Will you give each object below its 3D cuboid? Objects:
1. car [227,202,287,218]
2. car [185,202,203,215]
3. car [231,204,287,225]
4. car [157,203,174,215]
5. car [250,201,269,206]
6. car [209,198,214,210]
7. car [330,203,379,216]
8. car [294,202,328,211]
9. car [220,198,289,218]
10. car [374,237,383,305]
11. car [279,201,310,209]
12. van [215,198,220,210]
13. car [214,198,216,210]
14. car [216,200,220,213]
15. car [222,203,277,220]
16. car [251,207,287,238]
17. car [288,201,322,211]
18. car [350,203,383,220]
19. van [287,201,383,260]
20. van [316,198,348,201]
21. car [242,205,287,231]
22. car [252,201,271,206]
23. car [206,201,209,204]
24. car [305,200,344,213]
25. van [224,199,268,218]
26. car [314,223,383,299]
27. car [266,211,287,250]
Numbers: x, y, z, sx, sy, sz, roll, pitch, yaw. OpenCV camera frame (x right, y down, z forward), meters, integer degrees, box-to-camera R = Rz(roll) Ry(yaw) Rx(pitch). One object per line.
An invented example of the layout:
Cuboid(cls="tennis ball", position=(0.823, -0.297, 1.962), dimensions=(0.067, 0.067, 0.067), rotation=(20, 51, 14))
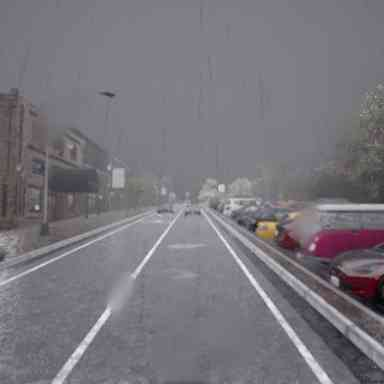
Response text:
Cuboid(cls="car", position=(5.595, 1.820, 27.117), dimensions=(4.892, 1.521, 2.231), rotation=(0, -1, 0))
Cuboid(cls="car", position=(0.078, 2.171, 41.337), dimensions=(1.895, 1.301, 4.718), rotation=(0, -1, 0))
Cuboid(cls="car", position=(5.575, 1.808, 24.320), dimensions=(4.792, 1.488, 2.163), rotation=(0, -1, 0))
Cuboid(cls="car", position=(-3.360, 2.157, 42.787), dimensions=(1.994, 1.385, 4.181), rotation=(0, -1, 0))
Cuboid(cls="car", position=(18.658, 3.172, 92.336), dimensions=(5.008, 1.535, 2.097), rotation=(0, -1, 0))
Cuboid(cls="car", position=(5.598, 1.870, 46.745), dimensions=(5.566, 2.045, 2.435), rotation=(0, -1, 0))
Cuboid(cls="car", position=(18.656, 2.032, 38.438), dimensions=(4.674, 1.452, 2.002), rotation=(0, -1, 0))
Cuboid(cls="car", position=(18.649, 2.260, 52.357), dimensions=(4.674, 1.452, 2.002), rotation=(0, -1, 0))
Cuboid(cls="car", position=(5.622, 1.610, 29.928), dimensions=(5.566, 2.045, 2.435), rotation=(0, -1, 0))
Cuboid(cls="car", position=(5.613, 1.562, 4.700), dimensions=(4.792, 1.488, 2.163), rotation=(0, -1, 0))
Cuboid(cls="car", position=(18.641, 2.392, 60.712), dimensions=(5.008, 1.535, 2.097), rotation=(0, -1, 0))
Cuboid(cls="van", position=(5.459, 1.807, 41.140), dimensions=(4.442, 1.987, 1.878), rotation=(0, -1, 0))
Cuboid(cls="car", position=(5.540, 1.950, 43.943), dimensions=(4.553, 1.767, 2.185), rotation=(0, -1, 0))
Cuboid(cls="car", position=(5.573, 1.991, 38.333), dimensions=(4.892, 1.521, 2.231), rotation=(0, -1, 0))
Cuboid(cls="car", position=(5.583, 1.904, 32.728), dimensions=(5.008, 1.535, 2.097), rotation=(0, -1, 0))
Cuboid(cls="car", position=(5.806, 1.664, 15.913), dimensions=(5.366, 1.575, 1.946), rotation=(0, -1, 0))
Cuboid(cls="car", position=(18.651, 2.273, 55.144), dimensions=(5.008, 1.535, 2.097), rotation=(0, -1, 0))
Cuboid(cls="car", position=(18.662, 1.907, 32.868), dimensions=(5.008, 1.535, 2.097), rotation=(0, -1, 0))
Cuboid(cls="van", position=(5.515, 1.374, 10.309), dimensions=(4.442, 1.987, 1.878), rotation=(0, -1, 0))
Cuboid(cls="van", position=(18.768, 1.851, 44.014), dimensions=(4.442, 1.987, 1.878), rotation=(0, -1, 0))
Cuboid(cls="car", position=(5.610, 1.702, 18.713), dimensions=(5.008, 1.535, 2.097), rotation=(0, -1, 0))
Cuboid(cls="car", position=(18.650, 3.134, 89.187), dimensions=(4.674, 1.452, 2.002), rotation=(0, -1, 0))
Cuboid(cls="car", position=(5.595, 2.023, 55.154), dimensions=(5.566, 2.045, 2.435), rotation=(0, -1, 0))
Cuboid(cls="car", position=(18.618, 1.997, 46.793), dimensions=(4.553, 1.767, 2.185), rotation=(0, -1, 0))
Cuboid(cls="van", position=(5.700, 1.721, 35.535), dimensions=(4.442, 1.987, 1.878), rotation=(0, -1, 0))
Cuboid(cls="car", position=(5.608, 1.595, 7.503), dimensions=(4.792, 1.488, 2.163), rotation=(0, -1, 0))
Cuboid(cls="car", position=(5.655, 1.663, 13.110), dimensions=(4.792, 1.488, 2.163), rotation=(0, -1, 0))
